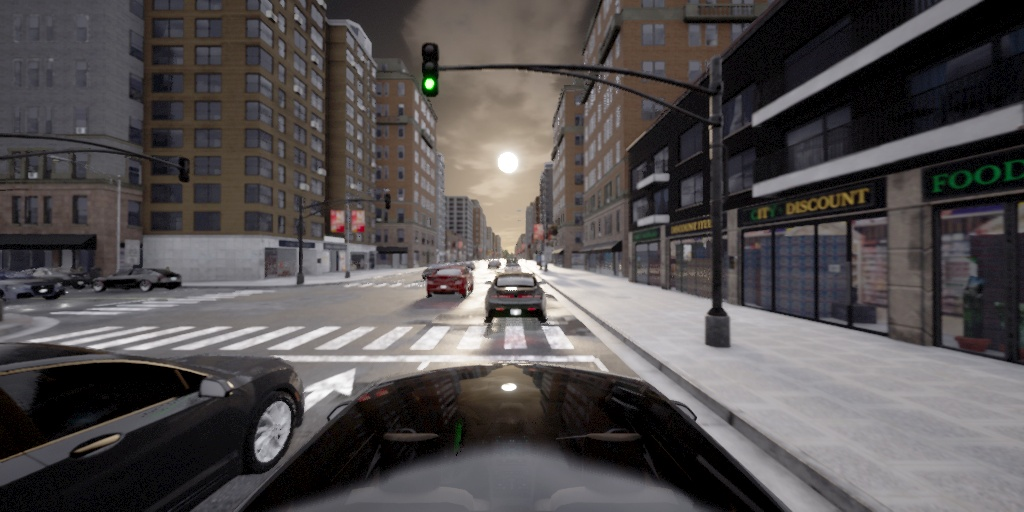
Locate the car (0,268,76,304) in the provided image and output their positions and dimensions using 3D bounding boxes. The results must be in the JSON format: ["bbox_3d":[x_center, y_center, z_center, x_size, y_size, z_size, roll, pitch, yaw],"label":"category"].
[{"bbox_3d":[-22.632,1.344,15.807,4.181,1.385,1.994,0,0,0],"label":"car"}]

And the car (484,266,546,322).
[{"bbox_3d":[0.105,1.283,12.359,1.837,1.490,4.892,0,0,0],"label":"car"}]

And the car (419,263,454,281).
[{"bbox_3d":[-6.594,1.378,31.991,2.033,1.411,5.357,0,0,0],"label":"car"}]

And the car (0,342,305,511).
[{"bbox_3d":[-3.147,1.254,1.917,1.837,1.490,4.892,0,-1,0],"label":"car"}]

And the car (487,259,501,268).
[{"bbox_3d":[-3.242,1.487,63.072,1.994,1.385,4.181,0,0,0],"label":"car"}]

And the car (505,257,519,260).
[{"bbox_3d":[0.011,1.145,62.916,2.150,2.045,5.566,0,0,0],"label":"car"}]

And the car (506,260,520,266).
[{"bbox_3d":[0.105,1.456,40.801,1.895,1.301,4.718,0,0,0],"label":"car"}]

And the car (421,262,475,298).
[{"bbox_3d":[-3.147,1.272,18.970,1.882,1.535,5.008,0,0,0],"label":"car"}]

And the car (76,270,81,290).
[{"bbox_3d":[-27.808,1.373,21.311,4.403,1.370,2.007,0,0,0],"label":"car"}]

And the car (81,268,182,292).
[{"bbox_3d":[-22.146,1.387,21.284,4.313,1.339,1.948,0,0,0],"label":"car"}]
